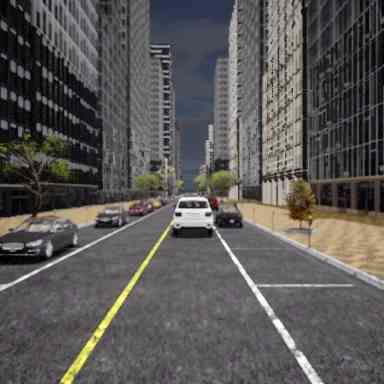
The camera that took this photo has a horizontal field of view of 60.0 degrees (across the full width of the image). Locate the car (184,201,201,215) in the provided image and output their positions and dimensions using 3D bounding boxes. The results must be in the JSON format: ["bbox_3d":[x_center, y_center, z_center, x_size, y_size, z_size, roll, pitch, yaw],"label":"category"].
[{"bbox_3d":[0.025,1.776,37.999,1.812,1.442,4.674,0,0,0],"label":"car"}]

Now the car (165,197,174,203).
[{"bbox_3d":[-5.841,2.002,86.662,1.967,1.590,4.097,-1,0,0],"label":"car"}]

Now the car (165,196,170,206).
[{"bbox_3d":[-5.803,1.984,63.927,1.947,1.339,4.313,-1,0,0],"label":"car"}]

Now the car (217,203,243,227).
[{"bbox_3d":[2.643,1.711,24.155,2.008,1.369,4.403,-1,0,0],"label":"car"}]

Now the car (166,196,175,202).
[{"bbox_3d":[-5.851,1.913,92.346,2.192,1.841,5.009,-1,0,0],"label":"car"}]

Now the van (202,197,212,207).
[{"bbox_3d":[2.585,1.723,58.258,1.690,1.788,3.998,-1,0,0],"label":"van"}]

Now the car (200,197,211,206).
[{"bbox_3d":[2.577,1.858,63.941,1.967,1.590,4.097,-1,0,0],"label":"car"}]

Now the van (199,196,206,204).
[{"bbox_3d":[2.548,1.868,80.992,1.690,1.788,3.998,-1,0,0],"label":"van"}]

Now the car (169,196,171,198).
[{"bbox_3d":[-5.821,2.041,75.294,2.008,1.369,4.403,-1,0,0],"label":"car"}]

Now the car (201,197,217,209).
[{"bbox_3d":[2.594,1.660,52.576,2.192,1.841,5.009,-1,0,0],"label":"car"}]

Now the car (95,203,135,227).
[{"bbox_3d":[-5.738,1.710,24.142,2.008,1.369,4.403,-1,0,0],"label":"car"}]

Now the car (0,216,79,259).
[{"bbox_3d":[-5.720,1.636,12.775,2.008,1.369,4.403,-1,0,0],"label":"car"}]

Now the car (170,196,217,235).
[{"bbox_3d":[0.067,1.354,19.969,2.150,2.045,5.566,0,0,0],"label":"car"}]

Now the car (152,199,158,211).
[{"bbox_3d":[-5.767,1.711,41.193,1.967,1.590,4.097,-1,0,0],"label":"car"}]

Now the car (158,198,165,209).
[{"bbox_3d":[-5.784,1.869,52.390,1.752,1.417,4.829,-1,0,0],"label":"car"}]

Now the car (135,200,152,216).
[{"bbox_3d":[-5.756,1.815,35.509,1.802,1.307,4.206,-1,0,0],"label":"car"}]

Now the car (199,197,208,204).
[{"bbox_3d":[2.558,1.931,75.308,1.967,1.590,4.097,-1,0,0],"label":"car"}]
